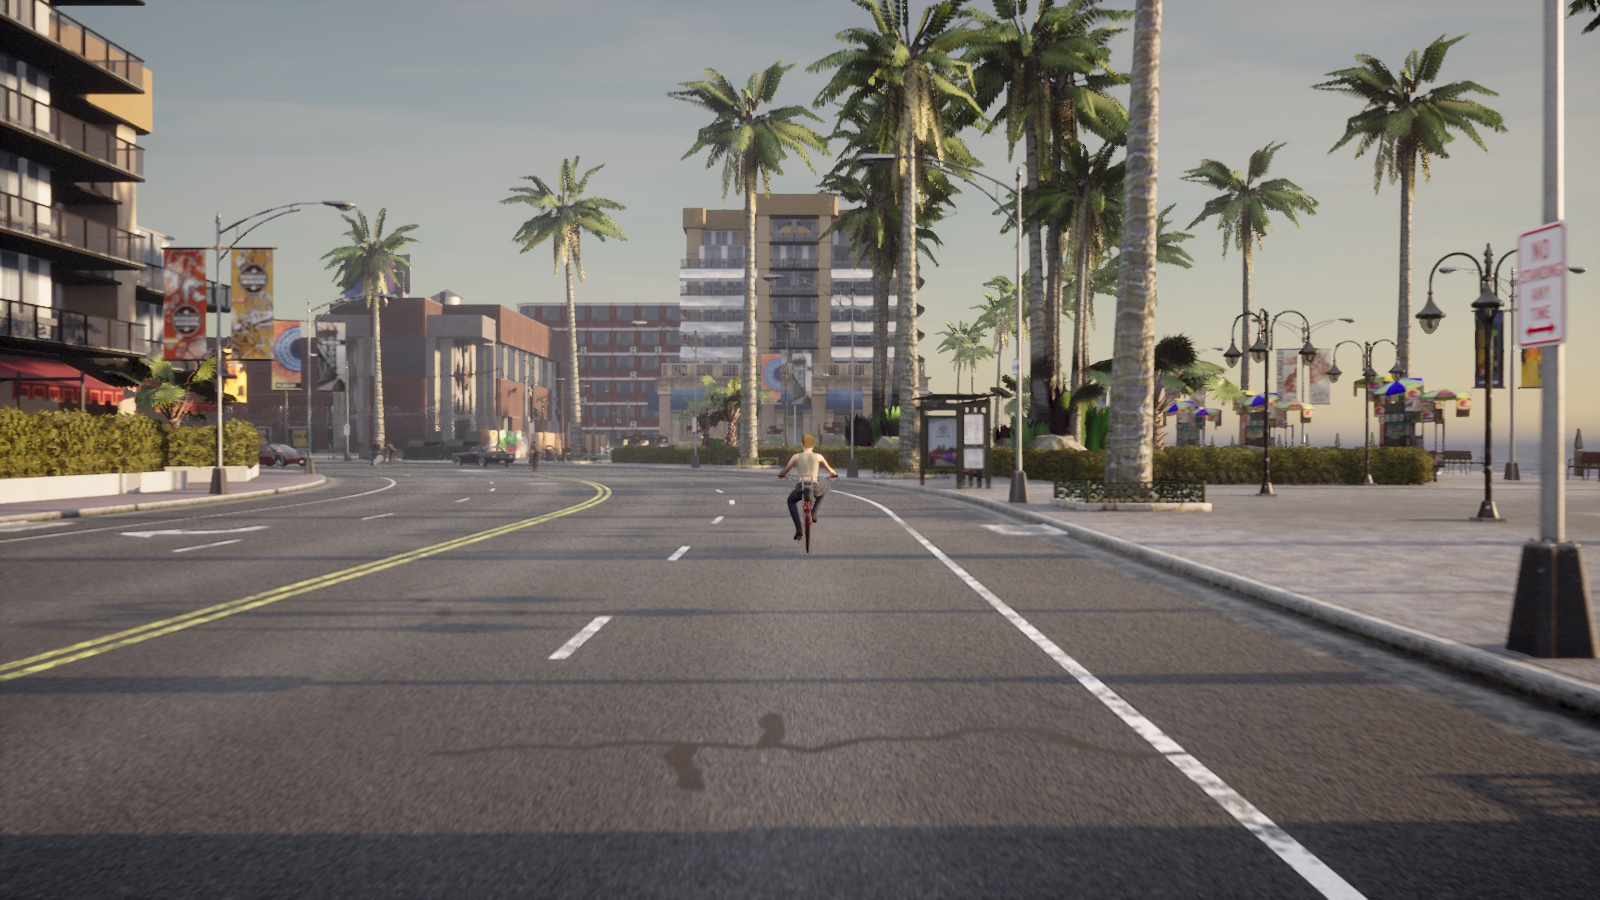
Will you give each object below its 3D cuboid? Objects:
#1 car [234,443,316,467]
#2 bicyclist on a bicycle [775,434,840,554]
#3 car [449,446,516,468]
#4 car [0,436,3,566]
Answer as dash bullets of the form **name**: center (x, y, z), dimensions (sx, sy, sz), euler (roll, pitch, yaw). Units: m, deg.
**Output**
- **car**: center (-33.038, 0.274, 79.074), dimensions (4.792, 1.488, 2.163), euler (0, 0, 27)
- **bicyclist on a bicycle**: center (0.110, 0.584, 17.546), dimensions (0.866, 1.612, 1.509), euler (0, 0, 1)
- **car**: center (-19.756, 0.391, 78.027), dimensions (4.718, 1.301, 1.895), euler (0, 0, 45)
- **car**: center (-10.413, 0.614, 12.545), dimensions (2.007, 1.525, 4.514), euler (0, 0, 0)
